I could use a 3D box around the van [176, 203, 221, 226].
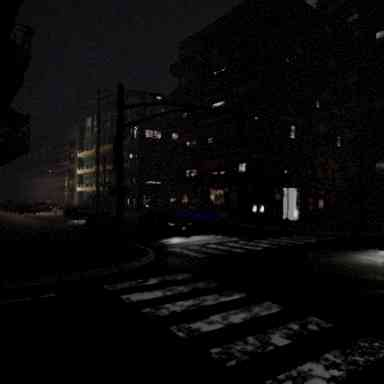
[{"bbox_3d":[0.678,1.857,27.958,1.690,1.788,3.998,0,-1,-36],"label":"van"}]

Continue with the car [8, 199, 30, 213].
[{"bbox_3d":[-25.949,2.320,50.145,1.967,1.590,4.097,0,-1,-36],"label":"car"}]

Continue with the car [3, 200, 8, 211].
[{"bbox_3d":[-29.261,2.506,54.660,2.008,1.369,4.403,0,-1,-36],"label":"car"}]

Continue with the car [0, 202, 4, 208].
[{"bbox_3d":[-42.547,2.810,72.703,2.008,1.369,4.403,0,-1,-36],"label":"car"}]

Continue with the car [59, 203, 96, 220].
[{"bbox_3d":[-12.321,2.190,35.910,2.033,1.411,5.357,1,-1,-36],"label":"car"}]

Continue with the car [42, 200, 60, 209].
[{"bbox_3d":[-29.143,2.513,68.609,2.192,1.841,5.009,0,-1,-36],"label":"car"}]

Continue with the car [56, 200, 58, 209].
[{"bbox_3d":[-22.614,2.573,59.711,1.752,1.417,4.829,0,-1,-36],"label":"car"}]

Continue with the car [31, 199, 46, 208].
[{"bbox_3d":[-35.769,2.665,77.642,2.192,1.841,5.009,0,-1,-36],"label":"car"}]

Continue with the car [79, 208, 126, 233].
[{"bbox_3d":[-6.067,2.008,23.044,1.802,1.307,4.206,0,-1,-36],"label":"car"}]

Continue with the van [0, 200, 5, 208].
[{"bbox_3d":[-32.576,2.373,59.179,1.690,1.788,3.998,0,-1,-36],"label":"van"}]

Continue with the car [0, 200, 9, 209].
[{"bbox_3d":[-39.222,2.498,68.199,2.192,1.841,5.009,0,-1,-36],"label":"car"}]

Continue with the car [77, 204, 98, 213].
[{"bbox_3d":[-15.887,2.476,50.540,1.802,1.307,4.206,0,-1,-36],"label":"car"}]

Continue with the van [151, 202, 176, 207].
[{"bbox_3d":[-2.636,1.933,32.476,1.690,1.788,3.998,0,-1,-36],"label":"van"}]

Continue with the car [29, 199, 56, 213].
[{"bbox_3d":[-22.436,2.240,49.869,2.097,1.767,4.553,1,-1,-36],"label":"car"}]

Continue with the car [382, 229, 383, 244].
[{"bbox_3d":[10.631,1.607,15.132,4.553,1.767,2.097,0,-1,-35],"label":"car"}]

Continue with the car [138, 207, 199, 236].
[{"bbox_3d":[-1.888,1.932,21.709,1.812,1.442,4.674,1,-1,-37],"label":"car"}]

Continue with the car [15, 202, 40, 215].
[{"bbox_3d":[-22.635,2.386,45.627,1.802,1.307,4.206,0,-1,-36],"label":"car"}]
